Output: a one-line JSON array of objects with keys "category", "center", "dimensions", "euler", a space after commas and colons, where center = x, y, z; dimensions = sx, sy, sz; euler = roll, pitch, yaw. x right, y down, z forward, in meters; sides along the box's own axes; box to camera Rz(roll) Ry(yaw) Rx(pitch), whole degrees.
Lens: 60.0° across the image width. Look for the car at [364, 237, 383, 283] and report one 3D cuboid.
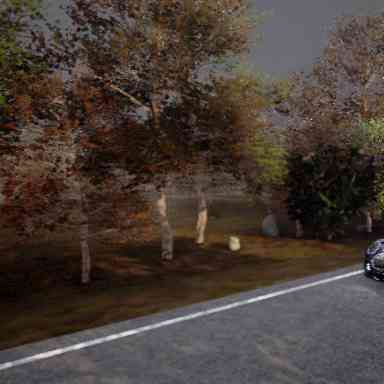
[{"category": "car", "center": [6.437, 1.363, 8.577], "dimensions": [4.553, 1.767, 2.097], "euler": [0, 0, -35]}]
